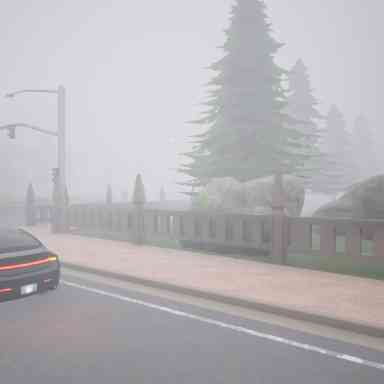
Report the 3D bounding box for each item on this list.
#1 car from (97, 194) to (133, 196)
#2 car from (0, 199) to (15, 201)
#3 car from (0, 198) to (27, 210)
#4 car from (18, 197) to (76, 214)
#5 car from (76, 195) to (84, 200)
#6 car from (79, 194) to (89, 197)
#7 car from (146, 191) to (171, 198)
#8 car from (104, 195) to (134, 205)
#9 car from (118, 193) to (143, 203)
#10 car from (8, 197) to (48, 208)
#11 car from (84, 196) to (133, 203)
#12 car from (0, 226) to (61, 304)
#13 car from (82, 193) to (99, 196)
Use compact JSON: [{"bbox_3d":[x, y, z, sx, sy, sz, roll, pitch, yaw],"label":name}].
[{"bbox_3d":[-12.138,1.479,52.384,1.837,1.490,4.892,0,1,36],"label":"car"},{"bbox_3d":[-22.604,1.564,37.772,1.994,1.385,4.181,0,0,36],"label":"car"},{"bbox_3d":[-23.985,1.547,41.846,2.033,1.411,5.357,0,0,36],"label":"car"},{"bbox_3d":[-15.405,1.492,35.449,2.128,1.511,4.902,0,0,36],"label":"car"},{"bbox_3d":[-17.500,1.526,44.882,1.812,1.442,4.674,0,0,36],"label":"car"},{"bbox_3d":[-18.492,1.491,49.508,2.128,1.511,4.902,0,0,36],"label":"car"},{"bbox_3d":[-5.974,0.845,60.982,2.150,2.045,5.566,0,3,36],"label":"car"},{"bbox_3d":[-12.634,1.383,57.707,2.128,1.511,4.902,0,2,36],"label":"car"},{"bbox_3d":[-11.915,1.151,64.705,1.837,1.490,4.892,0,3,36],"label":"car"},{"bbox_3d":[-23.686,1.505,48.268,1.837,1.490,4.892,0,0,36],"label":"car"},{"bbox_3d":[-9.335,1.491,37.901,2.128,1.511,4.902,0,0,36],"label":"car"},{"bbox_3d":[-4.919,1.505,7.445,4.892,1.490,1.837,0,0,36],"label":"car"},{"bbox_3d":[-17.985,1.197,56.227,2.150,2.045,5.566,0,1,36],"label":"car"}]
